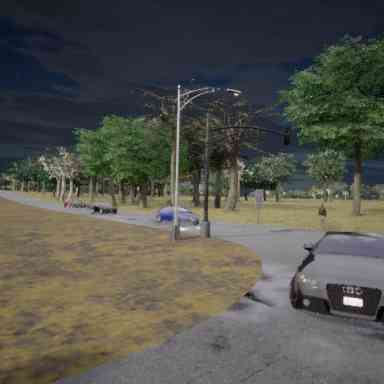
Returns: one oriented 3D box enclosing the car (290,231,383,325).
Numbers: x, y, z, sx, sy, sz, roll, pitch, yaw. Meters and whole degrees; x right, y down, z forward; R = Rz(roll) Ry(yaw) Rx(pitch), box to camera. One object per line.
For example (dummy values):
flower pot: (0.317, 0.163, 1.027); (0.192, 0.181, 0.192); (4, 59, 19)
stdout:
car: (3.453, 1.565, 7.120); (1.994, 1.385, 4.181); (0, 0, 26)

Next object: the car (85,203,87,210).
car: (-15.825, 2.255, 54.466); (1.994, 1.385, 4.181); (3, -2, -35)

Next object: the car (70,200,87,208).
car: (-21.384, 2.309, 62.776); (1.994, 1.385, 4.181); (3, -2, -34)

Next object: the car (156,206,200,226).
car: (-1.214, 1.797, 25.882); (1.812, 1.442, 4.674); (3, -2, -34)

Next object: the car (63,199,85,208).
car: (-18.971, 1.756, 52.696); (1.882, 1.535, 5.008); (3, -2, -34)

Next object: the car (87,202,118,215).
car: (-10.516, 1.922, 39.838); (1.882, 1.535, 5.008); (3, -2, -34)

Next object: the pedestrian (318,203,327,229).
pedestrian: (9.301, 1.717, 23.824); (0.375, 1.860, 0.375); (1, -1, -34)
